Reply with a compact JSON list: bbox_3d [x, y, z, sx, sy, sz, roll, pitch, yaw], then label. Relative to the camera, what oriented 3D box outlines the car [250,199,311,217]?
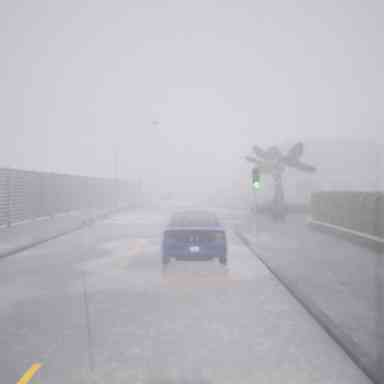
[{"bbox_3d":[6.983,1.215,25.551,4.718,1.301,1.895,0,1,-3],"label":"car"}]

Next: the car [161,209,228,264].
[{"bbox_3d":[0.081,1.308,11.145,1.882,1.535,5.008,0,1,0],"label":"car"}]

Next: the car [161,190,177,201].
[{"bbox_3d":[-4.046,0.735,55.077,1.994,1.385,4.181,0,1,0],"label":"car"}]

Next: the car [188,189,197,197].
[{"bbox_3d":[0.021,0.414,75.146,1.994,1.385,4.181,0,1,0],"label":"car"}]

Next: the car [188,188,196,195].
[{"bbox_3d":[0.024,-0.046,85.148,2.097,1.767,4.553,0,1,0],"label":"car"}]
